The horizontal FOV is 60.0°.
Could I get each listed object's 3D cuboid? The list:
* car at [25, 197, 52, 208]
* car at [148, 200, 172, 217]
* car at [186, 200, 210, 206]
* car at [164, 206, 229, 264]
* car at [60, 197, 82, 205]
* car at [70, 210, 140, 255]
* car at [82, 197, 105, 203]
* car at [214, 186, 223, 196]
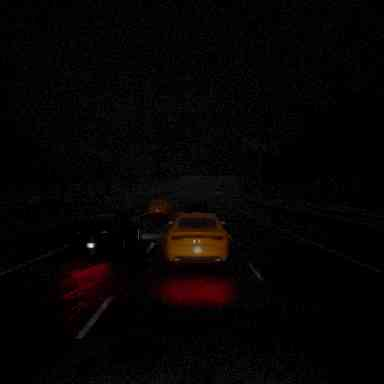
[{"bbox_3d":[-20.224,1.385,44.183,1.812,1.442,4.674,0,1,2],"label":"car"},{"bbox_3d":[-2.949,1.450,31.391,1.882,1.535,5.008,0,0,2],"label":"car"},{"bbox_3d":[0.515,1.486,29.970,1.837,1.490,4.892,0,0,1],"label":"car"},{"bbox_3d":[0.178,1.475,11.774,1.882,1.535,5.008,0,0,1],"label":"car"},{"bbox_3d":[-16.634,1.402,46.214,1.994,1.385,4.181,0,1,3],"label":"car"},{"bbox_3d":[-3.303,1.501,13.383,1.837,1.490,4.892,0,0,1],"label":"car"},{"bbox_3d":[-13.139,1.406,46.016,1.994,1.385,4.181,0,1,3],"label":"car"},{"bbox_3d":[7.170,-0.008,91.839,2.150,2.045,5.566,0,2,5],"label":"car"}]
